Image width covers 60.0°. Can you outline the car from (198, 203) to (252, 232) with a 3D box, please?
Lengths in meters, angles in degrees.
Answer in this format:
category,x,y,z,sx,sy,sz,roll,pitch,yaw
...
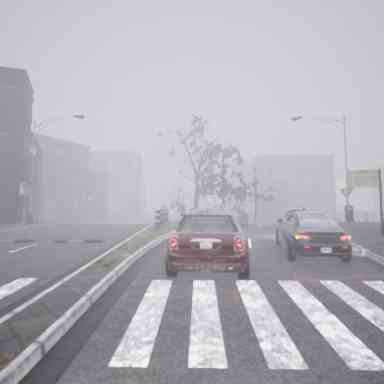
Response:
category,x,y,z,sx,sy,sz,roll,pitch,yaw
car,2.106,1.381,19.472,2.033,1.411,5.357,-2,-2,18

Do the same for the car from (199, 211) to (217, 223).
category,x,y,z,sx,sy,sz,roll,pitch,yaw
car,3.022,4.733,63.236,2.150,2.045,5.566,1,-2,-11

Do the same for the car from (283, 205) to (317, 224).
category,x,y,z,sx,sy,sz,roll,pitch,yaw
car,9.604,2.075,29.258,1.837,1.490,4.892,-4,-7,29

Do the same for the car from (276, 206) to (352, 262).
category,x,y,z,sx,sy,sz,roll,pitch,yaw
car,4.026,1.384,11.502,1.812,1.442,4.674,0,1,8

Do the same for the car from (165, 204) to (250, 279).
category,x,y,z,sx,sy,sz,roll,pitch,yaw
car,0.592,1.266,10.033,2.097,1.767,4.553,0,1,7
